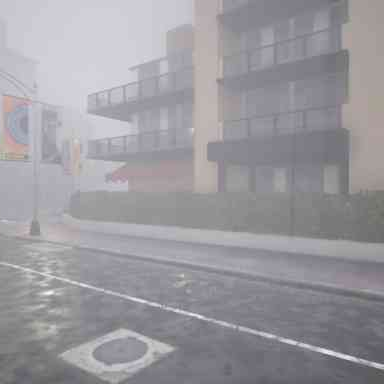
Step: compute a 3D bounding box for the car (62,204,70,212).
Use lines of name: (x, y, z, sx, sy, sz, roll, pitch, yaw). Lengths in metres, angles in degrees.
car: (-10.839, 1.547, 34.843, 2.033, 1.411, 5.357, 0, 0, 36)
